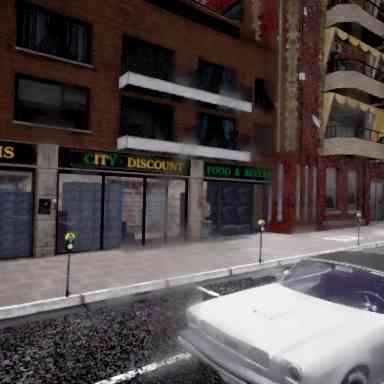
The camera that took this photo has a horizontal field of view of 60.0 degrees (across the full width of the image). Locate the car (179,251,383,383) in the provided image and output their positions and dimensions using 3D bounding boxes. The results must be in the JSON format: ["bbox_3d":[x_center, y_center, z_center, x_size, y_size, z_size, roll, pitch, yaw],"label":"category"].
[{"bbox_3d":[2.186,1.604,4.627,4.718,1.301,1.895,0,0,-35],"label":"car"}]
